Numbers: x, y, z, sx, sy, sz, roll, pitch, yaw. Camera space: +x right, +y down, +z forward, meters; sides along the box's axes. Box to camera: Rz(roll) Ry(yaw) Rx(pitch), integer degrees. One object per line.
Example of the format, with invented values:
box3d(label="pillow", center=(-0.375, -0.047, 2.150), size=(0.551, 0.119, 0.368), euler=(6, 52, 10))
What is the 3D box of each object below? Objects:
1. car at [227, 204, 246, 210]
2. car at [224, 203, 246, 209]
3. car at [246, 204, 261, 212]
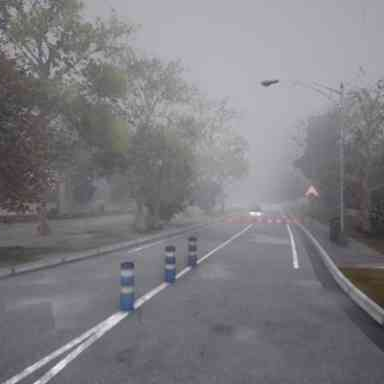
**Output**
box3d(label="car", center=(12.572, 4.165, 93.982), size=(4.892, 1.521, 2.231), euler=(0, -3, 14))
box3d(label="car", center=(12.073, 4.022, 91.256), size=(5.366, 1.575, 1.946), euler=(0, -3, 14))
box3d(label="car", center=(12.305, 3.085, 64.307), size=(2.128, 1.511, 4.902), euler=(0, -1, 15))
